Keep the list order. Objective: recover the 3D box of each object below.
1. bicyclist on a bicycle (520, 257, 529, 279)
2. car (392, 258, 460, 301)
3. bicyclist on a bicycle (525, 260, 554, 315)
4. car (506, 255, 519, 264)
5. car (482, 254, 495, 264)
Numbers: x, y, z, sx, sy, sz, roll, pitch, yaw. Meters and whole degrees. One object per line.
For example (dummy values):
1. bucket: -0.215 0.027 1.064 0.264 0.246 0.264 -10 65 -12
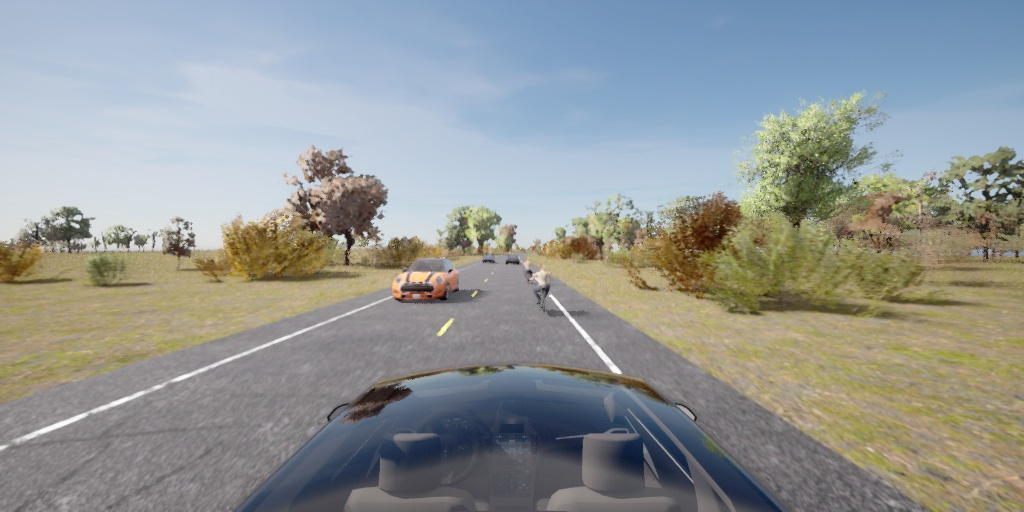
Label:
1. bicyclist on a bicycle: 0.941 0.882 21.602 0.866 1.612 1.509 0 1 0
2. car: -3.590 0.890 15.713 2.097 1.767 4.553 0 1 0
3. bicyclist on a bicycle: 0.975 1.036 11.720 0.866 1.612 1.509 0 1 0
4. car: 0.085 0.489 53.742 1.994 1.385 4.181 0 1 0
5. car: -3.548 0.448 55.226 2.033 1.411 5.357 0 1 1
